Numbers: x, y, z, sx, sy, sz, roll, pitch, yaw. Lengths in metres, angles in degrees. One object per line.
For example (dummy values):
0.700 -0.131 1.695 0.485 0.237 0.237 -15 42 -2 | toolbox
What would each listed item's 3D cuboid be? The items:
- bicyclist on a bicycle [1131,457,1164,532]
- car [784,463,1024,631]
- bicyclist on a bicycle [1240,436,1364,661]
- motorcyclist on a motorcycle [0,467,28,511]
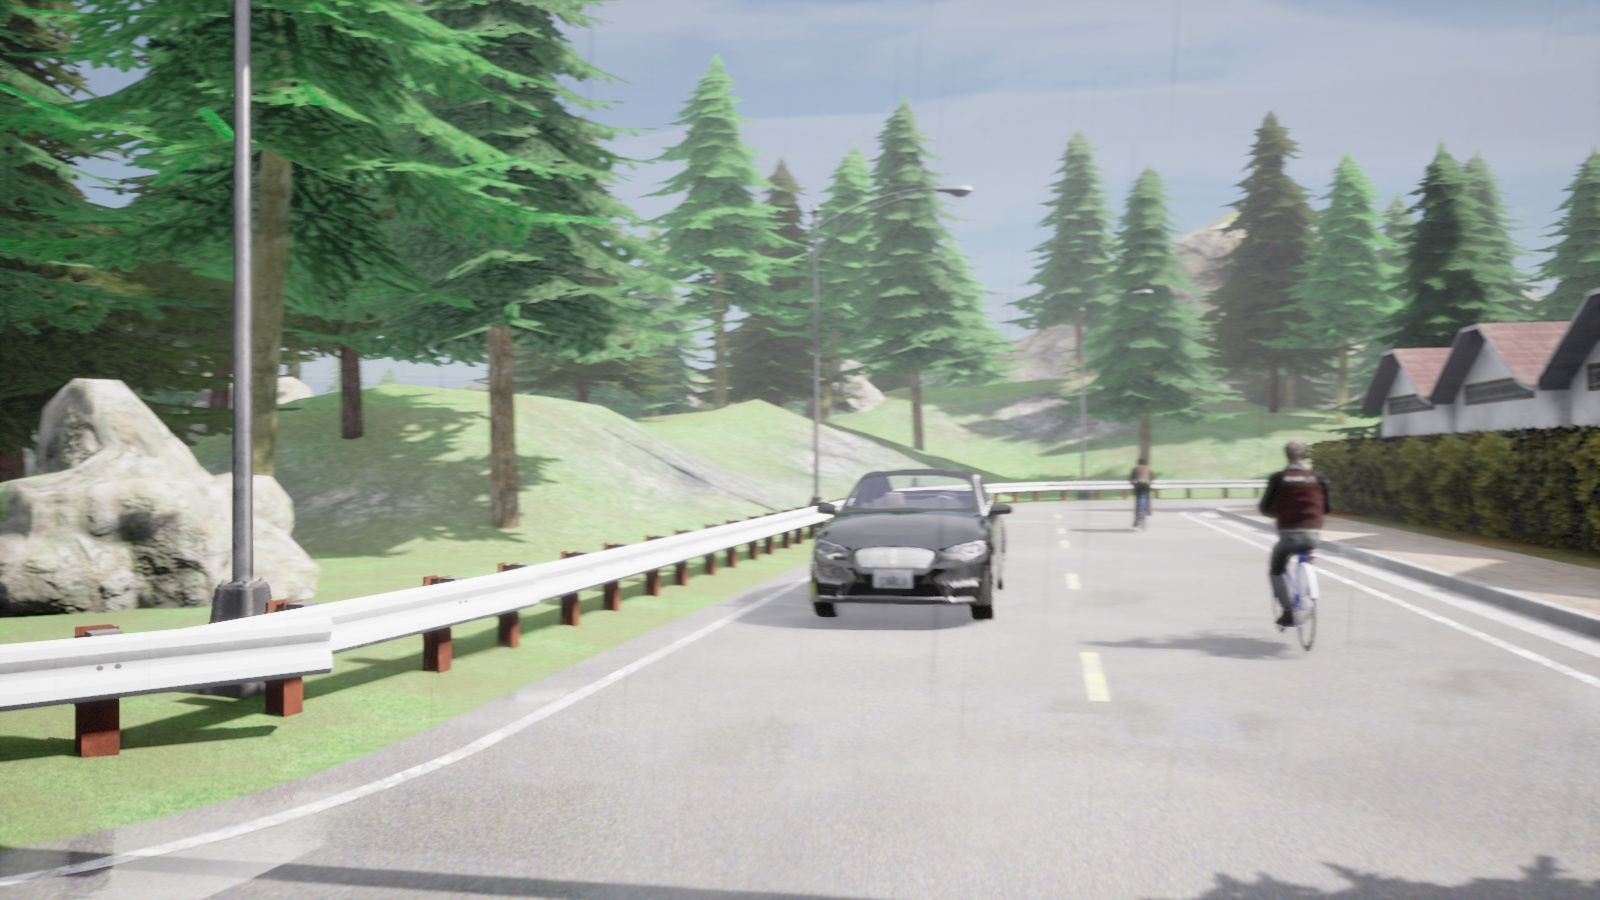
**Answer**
7.694 0.972 27.833 0.582 1.620 1.656 -1 -1 11 | bicyclist on a bicycle
1.380 0.919 14.114 2.128 1.511 4.902 -1 0 11 | car
4.305 0.784 10.896 0.659 1.776 1.843 -1 0 11 | bicyclist on a bicycle
-30.012 1.454 47.058 0.866 1.590 1.817 0 0 11 | motorcyclist on a motorcycle
